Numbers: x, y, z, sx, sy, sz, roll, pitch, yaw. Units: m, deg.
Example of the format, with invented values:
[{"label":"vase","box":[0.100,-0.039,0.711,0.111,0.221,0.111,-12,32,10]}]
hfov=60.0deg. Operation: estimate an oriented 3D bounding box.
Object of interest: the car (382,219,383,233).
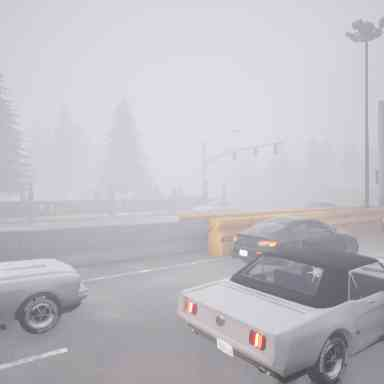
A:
[{"label":"car","box":[10.661,1.408,15.598,4.674,1.442,1.812,-1,0,-36]}]

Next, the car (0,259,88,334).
[{"label":"car","box":[-4.140,1.601,5.092,4.718,1.301,1.895,0,0,-35]}]

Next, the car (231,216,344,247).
[{"label":"car","box":[3.276,1.474,10.352,4.674,1.442,1.812,-1,0,-35]}]

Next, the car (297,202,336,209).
[{"label":"car","box":[8.356,1.391,22.648,4.674,1.442,1.812,0,0,-35]}]

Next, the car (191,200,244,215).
[{"label":"car","box":[2.103,1.410,26.837,4.674,1.442,1.812,0,0,-35]}]

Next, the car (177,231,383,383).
[{"label":"car","box":[2.212,1.577,5.310,4.718,1.301,1.895,-1,0,-35]}]
